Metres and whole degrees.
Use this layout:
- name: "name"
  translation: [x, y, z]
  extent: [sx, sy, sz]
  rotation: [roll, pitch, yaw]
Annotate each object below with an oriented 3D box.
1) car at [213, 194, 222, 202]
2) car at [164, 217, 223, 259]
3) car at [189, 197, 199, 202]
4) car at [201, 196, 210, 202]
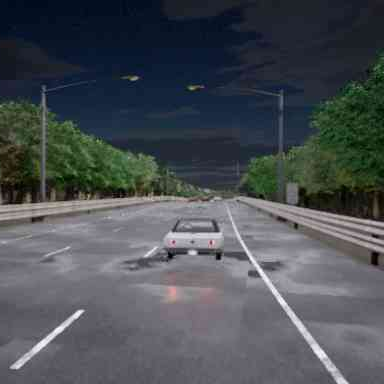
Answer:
- name: "car"
  translation: [7.074, 1.723, 91.764]
  extent: [2.150, 2.045, 5.566]
  rotation: [0, -2, 5]
- name: "car"
  translation: [0.219, 1.610, 12.632]
  extent: [1.895, 1.301, 4.718]
  rotation: [0, 0, 5]
- name: "car"
  translation: [0.096, 2.019, 92.328]
  extent: [2.033, 1.411, 5.357]
  rotation: [0, -2, 5]
- name: "car"
  translation: [3.617, 1.855, 92.412]
  extent: [2.097, 1.767, 4.553]
  rotation: [0, -2, 5]
